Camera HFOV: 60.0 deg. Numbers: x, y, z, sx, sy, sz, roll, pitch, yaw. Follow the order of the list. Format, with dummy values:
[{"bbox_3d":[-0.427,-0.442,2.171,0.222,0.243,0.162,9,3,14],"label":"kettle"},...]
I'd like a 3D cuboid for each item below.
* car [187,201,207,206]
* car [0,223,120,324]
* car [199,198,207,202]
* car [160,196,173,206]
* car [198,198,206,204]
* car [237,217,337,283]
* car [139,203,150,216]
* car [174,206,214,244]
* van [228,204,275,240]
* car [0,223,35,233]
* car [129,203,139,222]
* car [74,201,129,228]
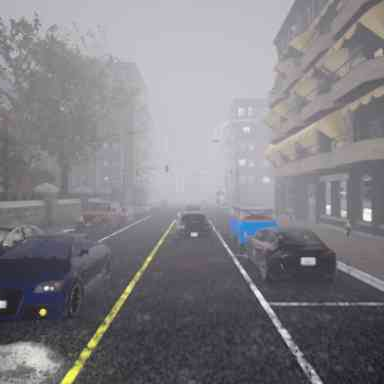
[{"bbox_3d":[0.095,1.855,32.149,1.994,1.385,4.181,0,-1,0],"label":"car"},{"bbox_3d":[-3.102,1.631,7.321,1.994,1.385,4.181,0,-1,0],"label":"car"},{"bbox_3d":[2.675,2.292,81.113,2.008,1.369,4.403,0,-1,0],"label":"car"},{"bbox_3d":[-5.704,2.078,69.842,1.967,1.590,4.097,0,-1,0],"label":"car"},{"bbox_3d":[2.674,2.339,86.751,1.887,1.381,4.507,0,-1,0],"label":"car"},{"bbox_3d":[2.686,1.654,9.758,1.947,1.339,4.313,0,-1,0],"label":"car"},{"bbox_3d":[-5.698,1.922,37.431,1.802,1.307,4.206,0,-1,0],"label":"car"},{"bbox_3d":[0.098,1.676,16.676,1.812,1.442,4.674,0,0,0],"label":"car"},{"bbox_3d":[2.684,1.479,15.295,1.690,1.788,3.998,0,-1,0],"label":"van"},{"bbox_3d":[-5.694,1.639,9.756,2.008,1.369,4.403,0,-1,0],"label":"car"},{"bbox_3d":[-5.696,1.804,26.361,1.947,1.339,4.313,0,-1,0],"label":"car"},{"bbox_3d":[-5.697,1.503,20.829,2.192,1.841,5.009,0,-1,0],"label":"car"}]
